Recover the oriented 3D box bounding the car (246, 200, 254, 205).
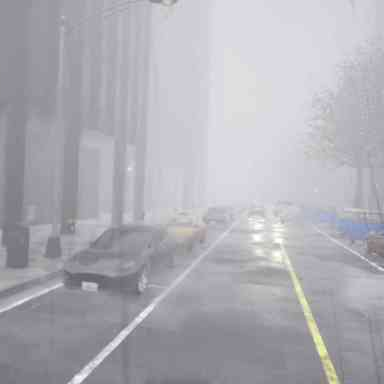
[{"bbox_3d":[15.941,2.767,91.232,1.802,1.307,4.206,2,0,12],"label":"car"}]

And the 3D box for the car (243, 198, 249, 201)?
[{"bbox_3d":[6.602,1.977,47.270,1.967,1.590,4.097,2,0,12],"label":"car"}]

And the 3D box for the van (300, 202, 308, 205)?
[{"bbox_3d":[12.603,2.036,34.510,1.690,1.788,3.998,2,0,12],"label":"van"}]

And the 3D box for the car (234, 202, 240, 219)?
[{"bbox_3d":[3.093,1.865,30.782,1.947,1.339,4.313,2,0,12],"label":"car"}]

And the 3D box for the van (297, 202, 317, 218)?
[{"bbox_3d":[13.771,2.115,40.005,1.690,1.788,3.998,2,0,12],"label":"van"}]

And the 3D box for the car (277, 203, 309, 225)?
[{"bbox_3d":[8.694,2.035,29.038,1.812,1.442,4.674,2,0,12],"label":"car"}]

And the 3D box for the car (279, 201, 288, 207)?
[{"bbox_3d":[23.107,2.970,83.964,2.008,1.369,4.403,2,0,12],"label":"car"}]

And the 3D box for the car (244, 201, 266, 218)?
[{"bbox_3d":[7.280,2.050,37.277,2.033,1.411,5.357,2,0,12],"label":"car"}]

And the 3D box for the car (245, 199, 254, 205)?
[{"bbox_3d":[14.778,2.543,85.737,1.967,1.590,4.097,2,0,12],"label":"car"}]

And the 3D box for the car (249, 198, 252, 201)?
[{"bbox_3d":[8.934,2.248,58.260,2.008,1.369,4.403,2,0,12],"label":"car"}]

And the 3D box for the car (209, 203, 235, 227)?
[{"bbox_3d":[1.924,1.787,25.288,1.947,1.339,4.313,2,0,12],"label":"car"}]

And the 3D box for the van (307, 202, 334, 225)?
[{"bbox_3d":[11.435,1.957,29.015,1.690,1.788,3.998,2,0,12],"label":"van"}]

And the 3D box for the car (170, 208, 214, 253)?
[{"bbox_3d":[-0.446,1.589,14.130,1.752,1.417,4.829,2,0,12],"label":"car"}]

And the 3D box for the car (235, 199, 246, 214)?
[{"bbox_3d":[5.395,1.980,41.608,1.752,1.417,4.829,2,0,12],"label":"car"}]

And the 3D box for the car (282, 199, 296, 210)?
[{"bbox_3d":[19.612,2.490,67.481,2.192,1.841,5.009,2,0,12],"label":"car"}]

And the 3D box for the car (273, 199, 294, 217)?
[{"bbox_3d":[10.835,1.879,39.411,2.150,2.045,5.566,2,0,12],"label":"car"}]

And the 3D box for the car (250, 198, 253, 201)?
[{"bbox_3d":[10.102,2.328,63.755,2.008,1.369,4.403,2,0,12],"label":"car"}]

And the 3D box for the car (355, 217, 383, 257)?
[{"bbox_3d":[7.922,1.927,12.529,1.887,1.381,4.507,2,0,12],"label":"car"}]

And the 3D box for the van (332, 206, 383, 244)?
[{"bbox_3d":[9.098,1.801,18.025,1.690,1.788,3.998,2,0,12],"label":"van"}]

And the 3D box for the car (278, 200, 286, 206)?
[{"bbox_3d":[24.311,3.030,89.626,1.752,1.417,4.829,2,0,12],"label":"car"}]

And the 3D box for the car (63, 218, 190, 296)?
[{"bbox_3d":[-1.580,1.554,8.801,1.947,1.339,4.313,2,0,12],"label":"car"}]
